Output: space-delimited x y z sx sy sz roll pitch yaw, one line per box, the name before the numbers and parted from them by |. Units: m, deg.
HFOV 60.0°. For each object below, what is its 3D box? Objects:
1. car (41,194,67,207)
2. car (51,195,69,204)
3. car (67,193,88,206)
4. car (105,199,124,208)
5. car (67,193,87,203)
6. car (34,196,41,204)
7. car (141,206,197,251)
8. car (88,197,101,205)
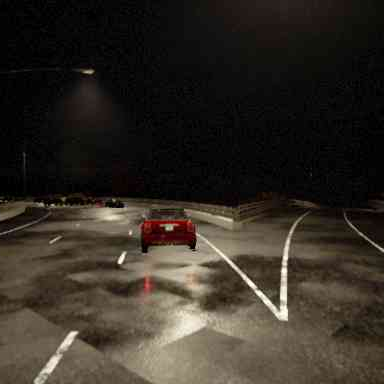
car | -23.331 1.358 55.959 2.150 2.045 5.566 0 0 -34
car | -26.626 1.466 66.805 1.882 1.535 5.008 0 0 -40
car | -20.484 1.343 58.016 2.150 2.045 5.566 0 0 -34
car | -11.361 1.637 48.479 1.994 1.385 4.181 0 0 -26
car | -23.863 1.198 68.950 2.150 2.045 5.566 0 0 -40
car | -28.897 1.483 64.027 1.837 1.490 4.892 0 0 -40
car | -1.106 1.360 14.319 2.097 1.767 4.553 0 0 -7
car | -18.073 1.613 60.713 1.837 1.490 4.892 0 0 -34
